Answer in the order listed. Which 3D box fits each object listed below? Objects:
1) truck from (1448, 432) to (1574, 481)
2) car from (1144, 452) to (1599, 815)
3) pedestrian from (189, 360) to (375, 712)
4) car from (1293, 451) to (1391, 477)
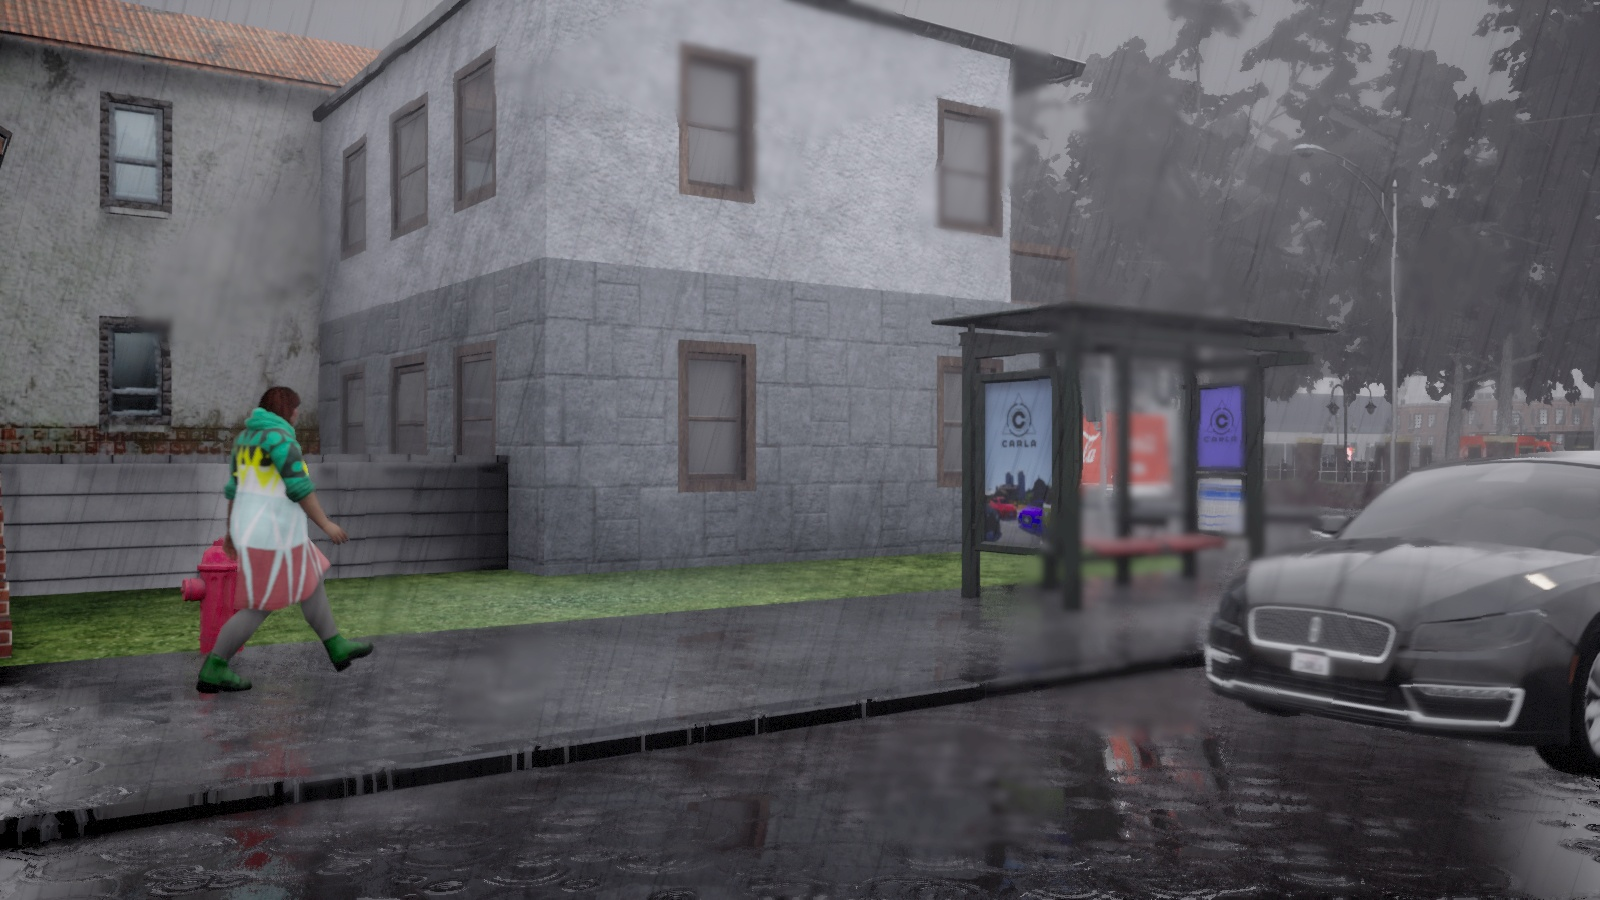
[{"bbox_3d":[37.659,0.341,66.607,2.627,2.467,5.204,0,0,-35],"label":"truck"},{"bbox_3d":[4.358,0.758,7.324,4.892,1.490,1.837,0,0,-35],"label":"car"},{"bbox_3d":[-3.095,0.479,7.505,0.873,1.952,0.659,0,0,-39],"label":"pedestrian"},{"bbox_3d":[32.083,0.815,74.473,2.128,1.511,4.902,0,0,-35],"label":"car"}]
